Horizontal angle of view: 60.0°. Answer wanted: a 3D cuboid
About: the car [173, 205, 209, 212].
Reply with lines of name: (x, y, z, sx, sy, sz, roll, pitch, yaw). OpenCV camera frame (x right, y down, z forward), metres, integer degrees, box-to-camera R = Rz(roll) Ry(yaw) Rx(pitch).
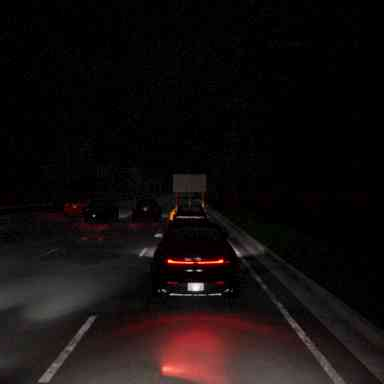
car: (-0.046, 1.489, 18.955, 2.128, 1.511, 4.902, 0, 0, 1)

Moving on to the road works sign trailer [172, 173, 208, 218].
road works sign trailer: (-0.169, 0.466, 22.826, 2.380, 3.560, 2.880, 0, 0, -3)

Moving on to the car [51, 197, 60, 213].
car: (-14.173, 1.356, 37.750, 2.097, 1.767, 4.553, 0, 0, 0)

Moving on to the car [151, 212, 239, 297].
car: (0.054, 1.505, 8.569, 1.837, 1.490, 4.892, 0, 0, 0)

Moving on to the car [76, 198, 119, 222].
car: (-7.081, 1.494, 26.373, 2.128, 1.511, 4.902, 0, 0, 0)

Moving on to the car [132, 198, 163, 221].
car: (-3.594, 1.354, 27.469, 2.097, 1.767, 4.553, 0, 0, -1)

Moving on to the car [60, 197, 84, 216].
car: (-10.629, 1.353, 32.178, 2.097, 1.767, 4.553, 0, 0, 0)
